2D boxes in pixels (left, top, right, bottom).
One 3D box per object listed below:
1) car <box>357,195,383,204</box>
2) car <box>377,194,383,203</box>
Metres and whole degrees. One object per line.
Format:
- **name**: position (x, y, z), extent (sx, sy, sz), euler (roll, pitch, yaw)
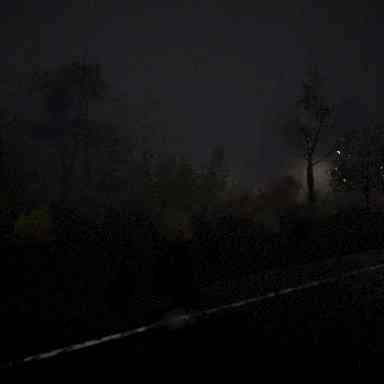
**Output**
- **car**: position (31.225, 1.229, 57.700), extent (2.097, 1.767, 4.553), euler (0, 0, -37)
- **car**: position (37.138, 1.220, 61.484), extent (2.097, 1.767, 4.553), euler (0, 0, -37)
